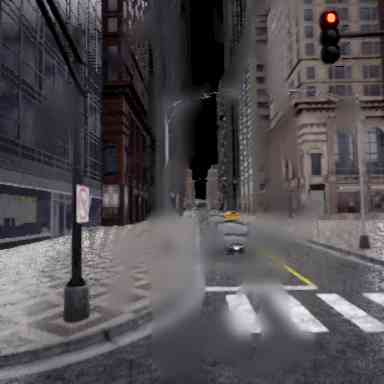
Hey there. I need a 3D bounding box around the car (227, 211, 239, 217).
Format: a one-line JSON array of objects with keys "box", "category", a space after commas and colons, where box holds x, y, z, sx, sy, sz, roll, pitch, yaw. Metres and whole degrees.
[{"box": [5.602, 3.520, 47.680, 1.882, 1.535, 5.008, -1, -3, 1], "category": "car"}]

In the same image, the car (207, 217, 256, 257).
[{"box": [1.898, 2.204, 16.301, 1.837, 1.490, 4.892, -1, -3, 1], "category": "car"}]

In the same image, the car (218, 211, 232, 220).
[{"box": [5.791, 4.126, 59.519, 2.033, 1.411, 5.357, -1, -3, 1], "category": "car"}]

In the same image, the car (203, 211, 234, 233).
[{"box": [2.079, 2.689, 27.416, 1.837, 1.490, 4.892, -1, -1, 1], "category": "car"}]

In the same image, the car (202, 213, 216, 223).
[{"box": [2.521, 3.779, 49.504, 1.895, 1.301, 4.718, -1, -3, 1], "category": "car"}]
